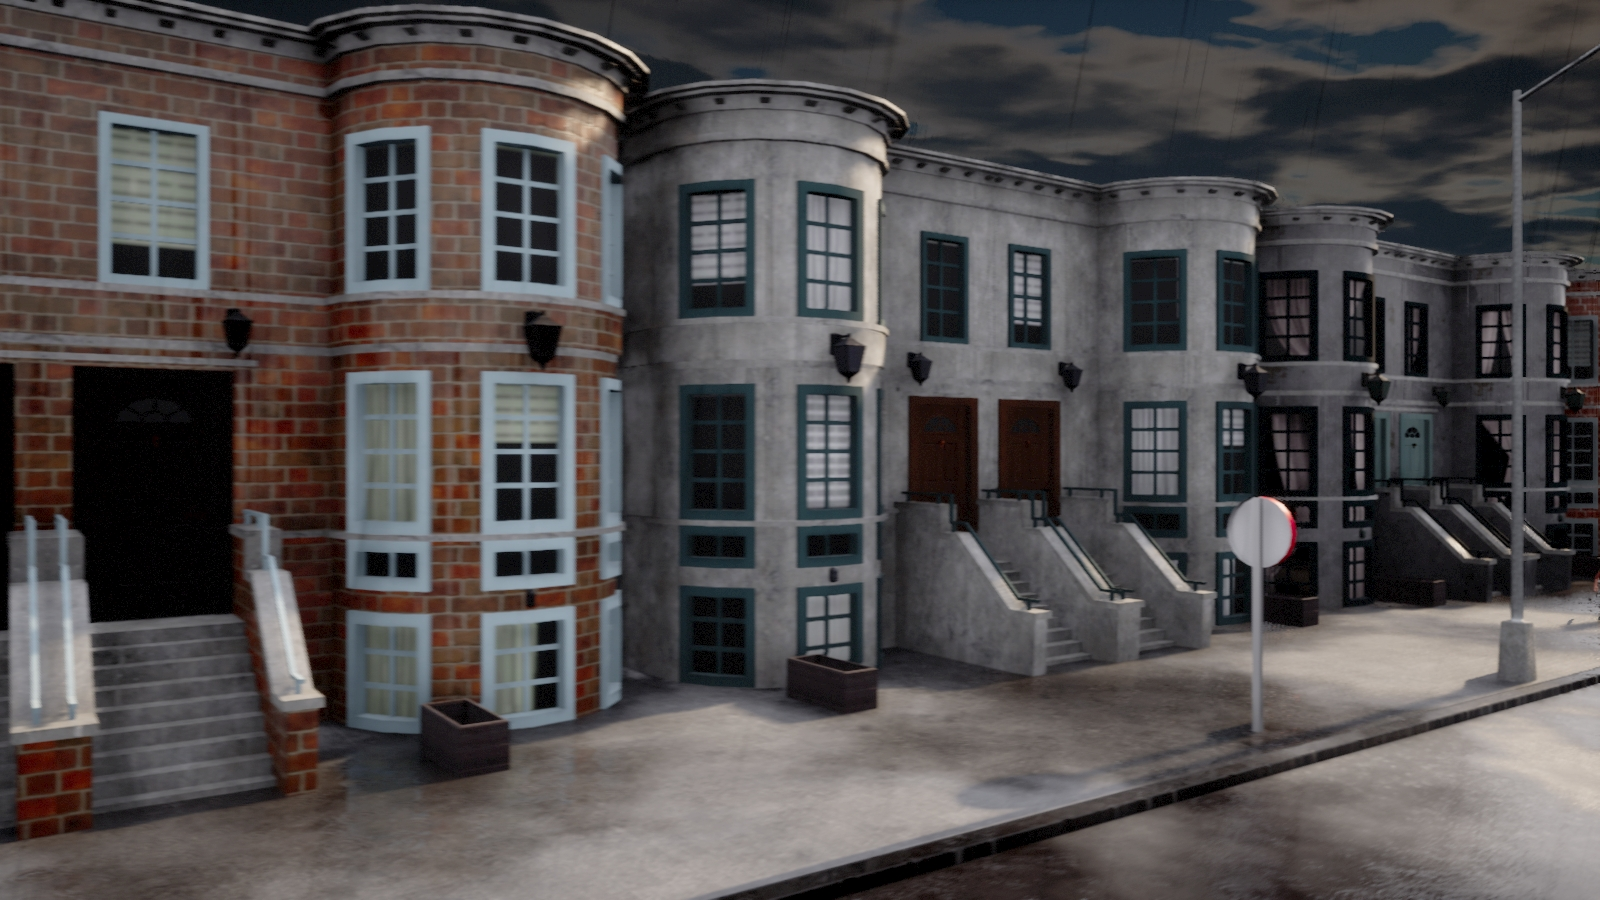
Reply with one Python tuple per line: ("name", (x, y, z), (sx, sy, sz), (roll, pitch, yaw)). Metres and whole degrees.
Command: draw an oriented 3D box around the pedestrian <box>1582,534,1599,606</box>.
("pedestrian", (12.790, 1.904, 18.069), (0.500, 1.100, 0.500), (0, 0, -17))
